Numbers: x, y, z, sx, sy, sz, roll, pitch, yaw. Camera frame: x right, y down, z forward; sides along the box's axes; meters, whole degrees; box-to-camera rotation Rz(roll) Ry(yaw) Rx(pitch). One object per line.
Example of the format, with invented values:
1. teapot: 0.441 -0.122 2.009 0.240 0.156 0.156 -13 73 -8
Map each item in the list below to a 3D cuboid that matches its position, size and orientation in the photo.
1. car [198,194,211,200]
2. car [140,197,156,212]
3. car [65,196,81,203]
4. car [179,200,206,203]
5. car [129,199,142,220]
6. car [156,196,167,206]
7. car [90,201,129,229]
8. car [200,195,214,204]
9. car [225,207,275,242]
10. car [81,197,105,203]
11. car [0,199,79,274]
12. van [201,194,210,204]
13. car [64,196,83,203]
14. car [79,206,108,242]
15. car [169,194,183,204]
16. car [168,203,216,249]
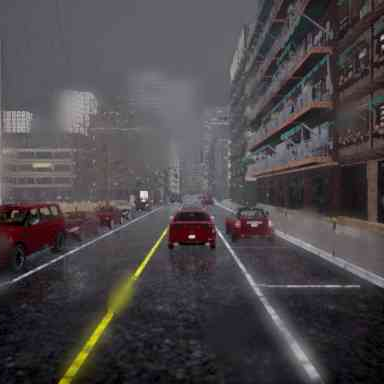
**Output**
1. car: 2.682 1.337 60.455 2.192 1.841 5.009 0 0 0
2. car: -5.698 1.447 38.345 1.967 1.590 4.097 0 0 0
3. car: -27.973 2.006 76.696 4.403 1.369 2.008 -1 1 0
4. car: 0.000 1.621 29.682 1.895 1.301 4.718 0 0 0
5. car: -5.697 1.553 27.289 2.008 1.369 4.403 0 0 0
6. car: -5.698 1.457 54.927 1.967 1.590 4.097 0 0 0
7. car: -5.697 1.546 21.762 1.887 1.381 4.507 0 0 0
8. car: 2.684 1.562 54.926 1.887 1.381 4.507 0 0 0
9. car: 2.683 1.440 16.234 1.967 1.590 4.097 0 0 0
10. car: -22.403 1.925 76.737 4.403 1.369 2.008 -1 1 0
11. car: -5.698 1.314 10.707 2.192 1.841 5.009 0 0 0
12. van: 2.682 1.368 65.982 1.690 1.788 3.998 0 0 0
13. car: -30.273 1.870 85.317 4.097 1.590 1.967 -1 1 0
14. car: -5.697 1.582 16.235 1.802 1.307 4.206 0 0 0
15. car: -3.013 1.339 65.986 2.150 2.045 5.566 0 0 0
16. car: 0.000 1.486 14.651 1.882 1.535 5.008 0 0 0
